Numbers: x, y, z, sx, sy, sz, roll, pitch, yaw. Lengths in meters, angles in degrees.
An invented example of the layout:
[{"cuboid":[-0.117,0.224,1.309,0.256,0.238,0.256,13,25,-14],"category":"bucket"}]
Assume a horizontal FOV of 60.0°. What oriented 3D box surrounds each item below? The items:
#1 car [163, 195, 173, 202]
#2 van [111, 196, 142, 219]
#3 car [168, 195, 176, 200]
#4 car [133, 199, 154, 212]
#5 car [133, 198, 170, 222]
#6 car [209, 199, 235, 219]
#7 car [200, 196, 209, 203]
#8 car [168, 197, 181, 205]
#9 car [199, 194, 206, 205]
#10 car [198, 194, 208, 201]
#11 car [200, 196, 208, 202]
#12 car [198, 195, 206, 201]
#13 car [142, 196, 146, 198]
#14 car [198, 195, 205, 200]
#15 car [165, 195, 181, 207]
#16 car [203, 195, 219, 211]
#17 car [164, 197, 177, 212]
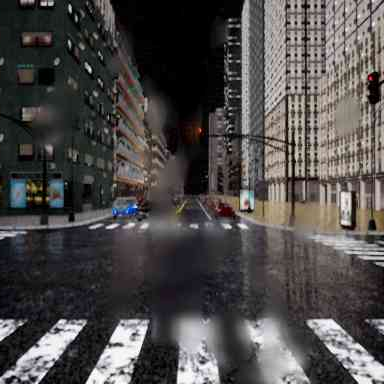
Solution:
[{"cuboid":[-5.646,1.448,78.202,1.967,1.590,4.097,0,0,0],"category":"car"},{"cuboid":[-5.669,1.335,28.454,1.690,1.788,3.998,0,0,0],"category":"van"},{"cuboid":[-5.640,1.587,94.785,1.947,1.339,4.313,0,0,0],"category":"car"},{"cuboid":[-5.665,1.538,39.509,1.887,1.381,4.507,0,0,0],"category":"car"},{"cuboid":[-3.133,1.501,26.790,1.837,1.490,4.892,0,-1,2],"category":"car"},{"cuboid":[2.711,1.576,28.448,1.802,1.307,4.206,0,0,0],"category":"car"},{"cuboid":[2.731,1.550,72.670,1.887,1.381,4.507,0,0,0],"category":"car"},{"cuboid":[-3.029,1.559,58.006,1.994,1.385,4.181,0,0,1],"category":"car"},{"cuboid":[2.724,1.437,56.087,1.967,1.590,4.097,0,0,0],"category":"car"},{"cuboid":[2.737,1.327,83.725,2.192,1.841,5.009,0,0,0],"category":"car"},{"cuboid":[2.733,1.590,78.197,1.802,1.307,4.206,0,0,0],"category":"car"},{"cuboid":[2.738,1.567,89.252,2.008,1.369,4.403,0,0,0],"category":"car"},{"cuboid":[-5.666,1.309,33.981,2.192,1.841,5.009,0,0,0],"category":"car"},{"cuboid":[2.741,1.603,94.780,1.802,1.307,4.206,0,0,0],"category":"car"},{"cuboid":[-3.074,1.558,48.213,1.994,1.385,4.181,0,0,-1],"category":"car"},{"cuboid":[2.717,1.434,39.504,1.967,1.590,4.097,0,0,0],"category":"car"},{"cuboid":[-3.073,1.595,37.682,1.895,1.301,4.718,0,0,0],"category":"car"}]
